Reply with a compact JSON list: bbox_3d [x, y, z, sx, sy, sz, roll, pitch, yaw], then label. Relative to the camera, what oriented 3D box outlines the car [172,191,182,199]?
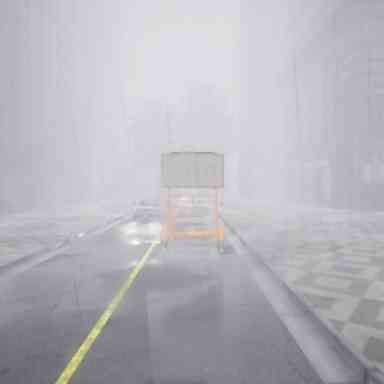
[{"bbox_3d":[-2.890,0.538,64.447,2.033,1.411,5.357,0,1,1],"label":"car"}]

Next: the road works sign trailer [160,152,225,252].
[{"bbox_3d":[0.029,0.251,12.844,2.380,3.560,2.880,0,1,0],"label":"road works sign trailer"}]

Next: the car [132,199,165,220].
[{"bbox_3d":[-3.052,1.212,23.936,1.895,1.301,4.718,0,1,0],"label":"car"}]
